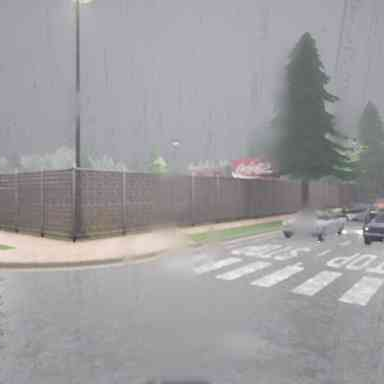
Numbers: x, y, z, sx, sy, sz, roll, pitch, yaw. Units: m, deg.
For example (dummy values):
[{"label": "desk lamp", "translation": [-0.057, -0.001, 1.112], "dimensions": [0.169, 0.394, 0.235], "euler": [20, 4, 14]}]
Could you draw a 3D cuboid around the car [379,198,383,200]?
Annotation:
[{"label": "car", "translation": [18.491, 1.356, 31.784], "dimensions": [2.097, 1.767, 4.553], "euler": [0, 0, 40]}]

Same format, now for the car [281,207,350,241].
[{"label": "car", "translation": [6.298, 1.612, 16.967], "dimensions": [1.895, 1.301, 4.718], "euler": [0, 0, 39]}]

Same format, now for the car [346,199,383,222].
[{"label": "car", "translation": [12.082, 1.499, 24.033], "dimensions": [2.128, 1.511, 4.902], "euler": [0, 0, 39]}]

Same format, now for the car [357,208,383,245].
[{"label": "car", "translation": [9.065, 1.602, 14.821], "dimensions": [1.895, 1.301, 4.718], "euler": [0, 0, 39]}]
